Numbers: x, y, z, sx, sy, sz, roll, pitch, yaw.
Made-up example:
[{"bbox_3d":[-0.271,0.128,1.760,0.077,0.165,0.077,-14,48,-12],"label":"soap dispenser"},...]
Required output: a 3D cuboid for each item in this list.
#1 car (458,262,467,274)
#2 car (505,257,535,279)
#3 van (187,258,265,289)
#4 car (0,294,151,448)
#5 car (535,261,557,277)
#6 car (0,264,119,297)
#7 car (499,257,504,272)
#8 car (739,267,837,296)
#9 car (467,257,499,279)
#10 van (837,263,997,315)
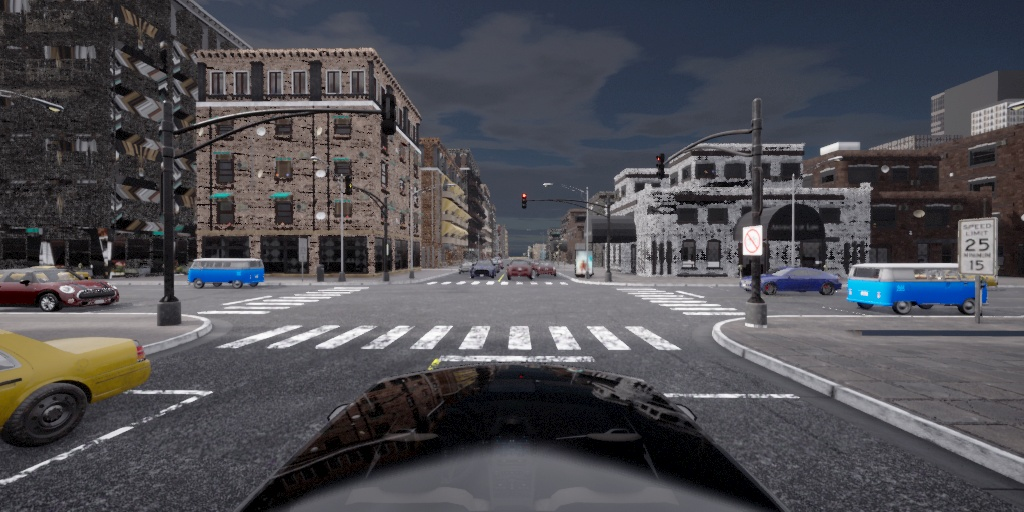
[{"bbox_3d":[-5.029,1.311,40.945,2.007,1.370,4.403,0,0,1],"label":"car"},{"bbox_3d":[0.638,1.106,32.179,2.097,1.767,4.553,0,0,-1],"label":"car"},{"bbox_3d":[-17.429,1.030,21.907,3.998,1.789,1.690,0,0,1],"label":"van"},{"bbox_3d":[-5.680,1.275,2.629,1.751,1.417,4.829,0,0,1],"label":"car"},{"bbox_3d":[3.254,1.195,35.119,1.967,1.591,4.097,0,0,1],"label":"car"},{"bbox_3d":[-17.528,1.190,13.527,4.097,1.591,1.967,0,0,1],"label":"car"},{"bbox_3d":[-2.400,1.254,43.061,2.128,1.511,4.902,0,0,1],"label":"car"},{"bbox_3d":[14.689,1.298,19.003,4.674,1.442,1.812,0,0,2],"label":"car"},{"bbox_3d":[-2.569,1.106,33.154,2.097,1.767,4.553,0,0,1],"label":"car"},{"bbox_3d":[14.849,1.156,13.218,3.998,1.789,1.690,0,0,1],"label":"van"}]
